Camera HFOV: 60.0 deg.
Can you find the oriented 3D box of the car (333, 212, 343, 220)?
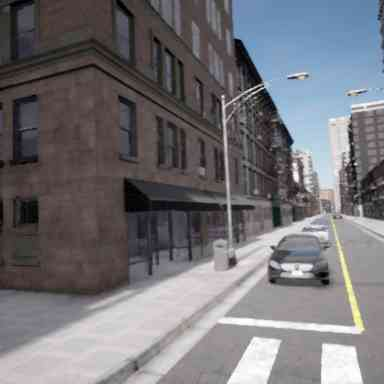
[{"bbox_3d":[37.122,6.270,84.589,1.994,1.385,4.181,-4,-5,22],"label":"car"}]

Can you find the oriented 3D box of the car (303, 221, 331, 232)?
[{"bbox_3d":[8.410,2.941,22.821,1.895,1.301,4.718,-4,-5,22],"label":"car"}]

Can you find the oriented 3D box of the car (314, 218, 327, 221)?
[{"bbox_3d":[13.948,3.612,36.097,1.812,1.442,4.674,-4,-5,23],"label":"car"}]

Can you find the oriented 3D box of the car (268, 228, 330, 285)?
[{"bbox_3d":[3.925,2.264,12.013,1.812,1.442,4.674,-4,-5,21],"label":"car"}]
